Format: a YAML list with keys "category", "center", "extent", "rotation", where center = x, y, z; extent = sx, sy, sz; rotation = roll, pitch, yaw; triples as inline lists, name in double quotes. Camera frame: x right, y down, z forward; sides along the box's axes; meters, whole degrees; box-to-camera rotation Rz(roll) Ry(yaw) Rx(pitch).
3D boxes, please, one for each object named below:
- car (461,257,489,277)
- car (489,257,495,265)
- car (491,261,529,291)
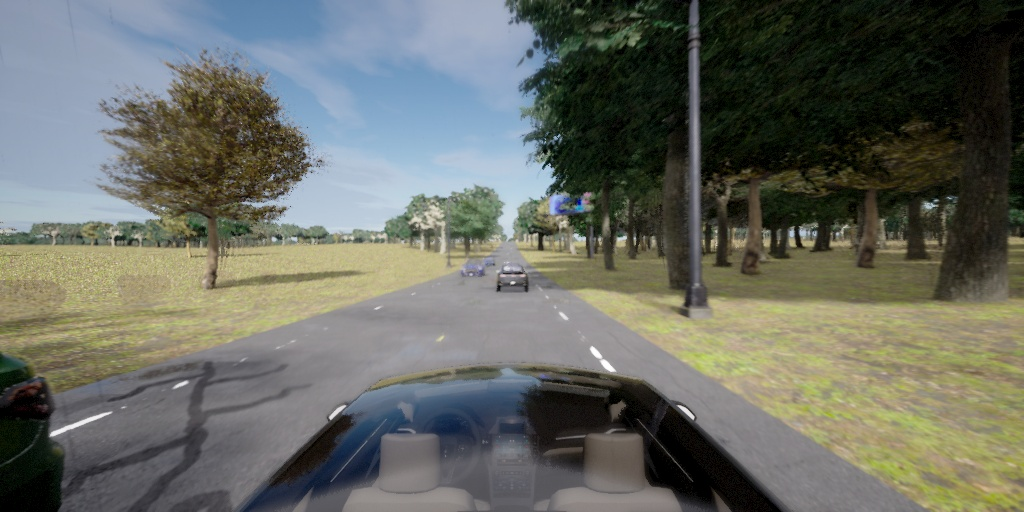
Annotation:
- category: "car"
  center: [-3.676, 1.075, 34.666]
  extent: [2.097, 1.767, 4.553]
  rotation: [0, 1, 0]
- category: "car"
  center: [-3.643, 0.880, 58.015]
  extent: [2.033, 1.411, 5.357]
  rotation: [0, 1, 0]
- category: "car"
  center: [0.037, 1.247, 21.746]
  extent: [2.128, 1.511, 4.902]
  rotation: [0, 0, 0]
